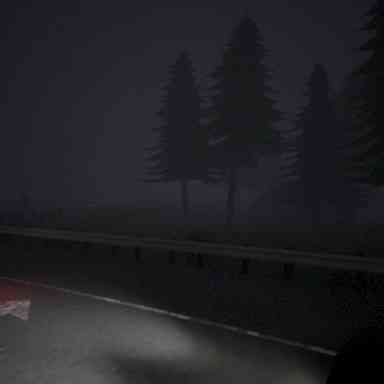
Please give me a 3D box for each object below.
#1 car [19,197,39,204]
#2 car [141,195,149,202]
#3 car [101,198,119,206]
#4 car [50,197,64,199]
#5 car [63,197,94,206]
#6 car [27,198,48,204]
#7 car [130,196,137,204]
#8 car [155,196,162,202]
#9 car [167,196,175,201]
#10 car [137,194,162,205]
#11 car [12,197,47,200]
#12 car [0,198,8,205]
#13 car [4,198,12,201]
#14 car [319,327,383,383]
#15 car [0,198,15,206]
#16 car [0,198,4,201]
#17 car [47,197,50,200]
[{"bbox_3d":[-37.164,1.885,75.843,1.994,1.385,4.181,0,0,9],"label":"car"},{"bbox_3d":[-12.615,1.617,89.797,2.097,1.767,4.553,0,0,-6],"label":"car"},{"bbox_3d":[-15.009,1.768,61.118,1.994,1.385,4.181,0,0,14],"label":"car"},{"bbox_3d":[-27.231,1.819,70.958,2.033,1.411,5.357,0,0,9],"label":"car"},{"bbox_3d":[-19.478,1.764,58.214,2.033,1.411,5.357,0,0,17],"label":"car"},{"bbox_3d":[-33.984,1.908,73.144,1.895,1.301,4.718,0,0,9],"label":"car"},{"bbox_3d":[-10.275,1.761,66.621,1.994,1.385,4.181,0,0,9],"label":"car"},{"bbox_3d":[-9.029,1.744,88.671,1.837,1.490,4.892,0,0,-6],"label":"car"},{"bbox_3d":[-5.444,1.750,87.249,1.812,1.442,4.674,0,0,-6],"label":"car"},{"bbox_3d":[-7.665,1.393,61.153,2.150,2.045,5.566,0,0,13],"label":"car"},{"bbox_3d":[-29.718,1.758,60.961,2.128,1.511,4.902,0,0,20],"label":"car"},{"bbox_3d":[-39.112,1.871,66.118,1.994,1.385,4.181,0,0,17],"label":"car"},{"bbox_3d":[-33.296,1.807,61.303,1.812,1.442,4.674,0,0,20],"label":"car"},{"bbox_3d":[3.045,1.591,1.566,4.718,1.301,1.895,0,0,36],"label":"car"},{"bbox_3d":[-36.308,1.824,63.306,1.812,1.442,4.674,0,0,20],"label":"car"},{"bbox_3d":[-32.693,1.824,52.679,1.994,1.385,4.181,0,0,19],"label":"car"},{"bbox_3d":[-30.747,1.820,71.253,2.128,1.511,4.902,0,0,13],"label":"car"}]
